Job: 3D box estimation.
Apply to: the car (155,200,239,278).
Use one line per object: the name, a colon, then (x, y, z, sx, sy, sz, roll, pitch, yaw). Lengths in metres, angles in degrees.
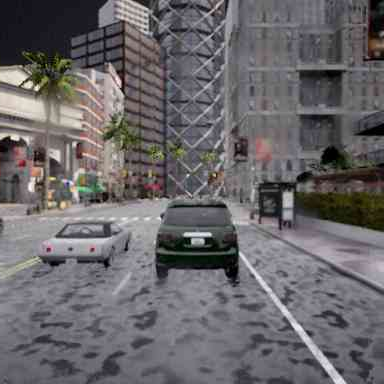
car: (0.135, 1.261, 10.439, 2.150, 2.045, 5.566, 0, 0, 0)

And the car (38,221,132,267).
car: (-3.356, 1.645, 11.501, 1.895, 1.301, 4.718, 0, 0, 0)

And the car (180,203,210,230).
car: (0.172, 1.592, 22.800, 1.837, 1.490, 4.892, 0, 0, 0)

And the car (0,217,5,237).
car: (-10.507, 1.584, 15.262, 1.812, 1.442, 4.674, 0, 0, 1)
